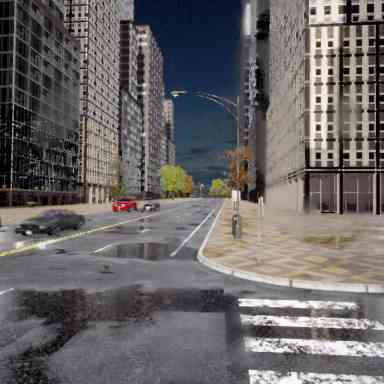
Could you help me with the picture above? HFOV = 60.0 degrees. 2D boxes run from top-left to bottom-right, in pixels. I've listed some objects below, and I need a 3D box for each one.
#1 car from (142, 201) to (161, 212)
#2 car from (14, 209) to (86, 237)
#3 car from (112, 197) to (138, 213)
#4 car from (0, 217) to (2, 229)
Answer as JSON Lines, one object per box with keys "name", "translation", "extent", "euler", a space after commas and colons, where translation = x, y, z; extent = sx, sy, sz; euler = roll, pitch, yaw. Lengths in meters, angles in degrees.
{"name": "car", "translation": [-5.470, 1.988, 45.672], "extent": [2.128, 1.511, 4.902], "euler": [0, -1, 6]}
{"name": "car", "translation": [-8.257, 1.769, 20.046], "extent": [2.033, 1.411, 5.357], "euler": [0, -1, 6]}
{"name": "car", "translation": [-8.858, 1.674, 44.629], "extent": [2.150, 2.045, 5.566], "euler": [0, 0, 6]}
{"name": "car", "translation": [-11.864, 1.648, 16.893], "extent": [2.128, 1.511, 4.902], "euler": [0, -1, 6]}
